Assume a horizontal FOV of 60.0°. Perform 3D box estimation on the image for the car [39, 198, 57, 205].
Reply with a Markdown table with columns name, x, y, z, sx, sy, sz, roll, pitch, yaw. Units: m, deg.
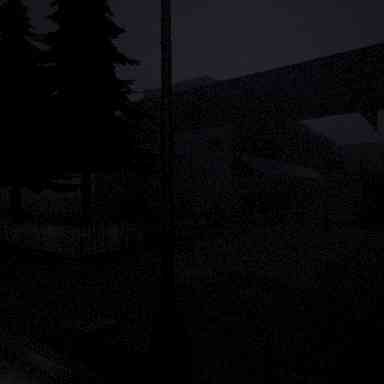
| name | x | y | z | sx | sy | sz | roll | pitch | yaw |
| --- | --- | --- | --- | --- | --- | --- | --- | --- | --- |
| car | -29.832 | 1.917 | 68.869 | 4.514 | 1.523 | 2.007 | -1 | 0 | 36 |

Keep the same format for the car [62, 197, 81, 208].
| name | x | y | z | sx | sy | sz | roll | pitch | yaw |
| --- | --- | --- | --- | --- | --- | --- | --- | --- | --- |
| car | -18.629 | 1.538 | 52.818 | 4.605 | 1.855 | 1.932 | -1 | 0 | 36 |

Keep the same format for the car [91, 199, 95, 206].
| name | x | y | z | sx | sy | sz | roll | pitch | yaw |
| --- | --- | --- | --- | --- | --- | --- | --- | --- | --- |
| car | -17.252 | 1.522 | 55.409 | 3.866 | 1.878 | 1.905 | -1 | 0 | 36 |

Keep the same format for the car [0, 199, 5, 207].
| name | x | y | z | sx | sy | sz | roll | pitch | yaw |
| --- | --- | --- | --- | --- | --- | --- | --- | --- | --- |
| car | -35.748 | 1.941 | 60.815 | 3.633 | 1.501 | 1.845 | -1 | 0 | 36 |

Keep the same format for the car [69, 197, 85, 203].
| name | x | y | z | sx | sy | sz | roll | pitch | yaw |
| --- | --- | --- | --- | --- | --- | --- | --- | --- | --- |
| car | -28.801 | 2.054 | 83.480 | 3.806 | 1.475 | 1.970 | -1 | 0 | 36 |
